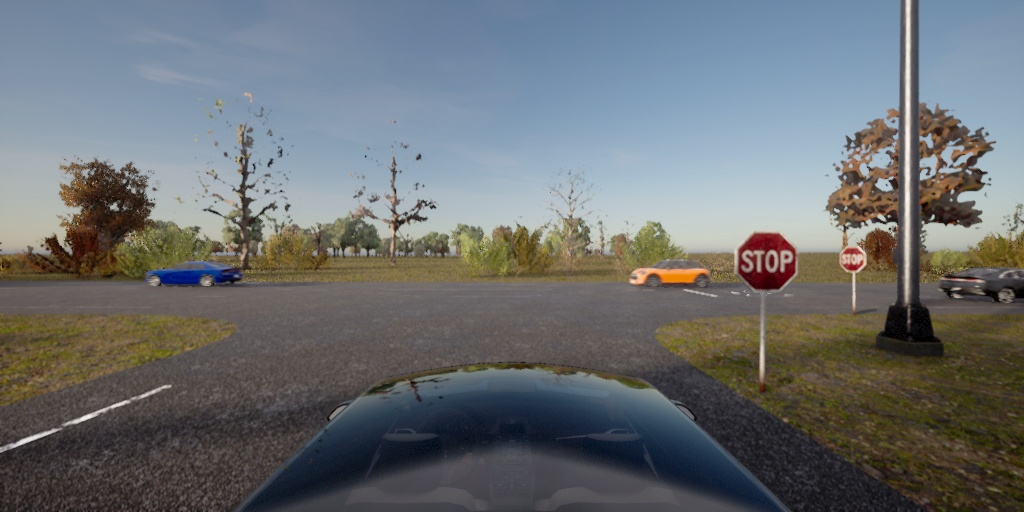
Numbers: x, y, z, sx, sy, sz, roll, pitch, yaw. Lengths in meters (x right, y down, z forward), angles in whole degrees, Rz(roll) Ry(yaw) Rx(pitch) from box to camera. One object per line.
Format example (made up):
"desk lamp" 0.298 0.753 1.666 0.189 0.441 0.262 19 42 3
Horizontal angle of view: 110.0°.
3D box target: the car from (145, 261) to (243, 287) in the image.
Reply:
"car" -19.430 1.071 22.022 5.008 1.535 1.882 0 0 -1

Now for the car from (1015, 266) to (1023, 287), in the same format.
"car" 36.130 1.347 23.294 4.181 1.385 1.994 0 0 -1

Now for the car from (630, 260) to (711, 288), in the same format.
"car" 9.892 1.047 22.657 4.553 1.767 2.097 0 0 -1

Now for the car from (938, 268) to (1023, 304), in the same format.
"car" 22.067 1.270 15.937 4.902 1.511 2.128 0 0 -1
